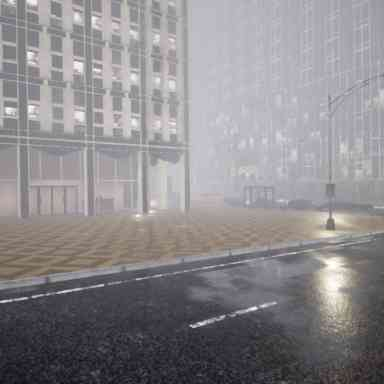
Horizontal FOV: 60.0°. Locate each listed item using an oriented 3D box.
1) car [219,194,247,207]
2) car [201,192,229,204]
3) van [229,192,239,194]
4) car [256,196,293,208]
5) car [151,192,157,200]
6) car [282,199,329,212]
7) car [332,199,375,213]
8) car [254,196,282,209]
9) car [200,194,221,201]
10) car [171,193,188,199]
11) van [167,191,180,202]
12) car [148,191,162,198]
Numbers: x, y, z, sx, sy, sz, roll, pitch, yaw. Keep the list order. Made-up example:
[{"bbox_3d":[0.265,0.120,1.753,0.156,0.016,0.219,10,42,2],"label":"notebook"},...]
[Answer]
[{"bbox_3d":[6.150,1.318,45.786,1.947,1.339,4.313,-1,1,-34],"label":"car"},{"bbox_3d":[3.423,0.983,54.495,2.097,1.767,4.553,-1,1,-34],"label":"car"},{"bbox_3d":[6.719,0.853,59.922,1.690,1.788,3.998,-1,1,-34],"label":"van"},{"bbox_3d":[10.766,1.274,43.693,1.812,1.442,4.674,-1,1,-34],"label":"car"},{"bbox_3d":[-9.808,1.038,69.298,2.008,1.369,4.403,0,1,-34],"label":"car"},{"bbox_3d":[12.489,1.422,36.348,1.947,1.339,4.313,-1,1,-34],"label":"car"},{"bbox_3d":[16.566,1.443,35.181,1.895,1.301,4.718,-1,1,-34],"label":"car"},{"bbox_3d":[9.302,1.386,41.057,1.802,1.307,4.206,-1,1,-34],"label":"car"},{"bbox_3d":[3.519,1.041,64.622,1.802,1.307,4.206,-1,1,-34],"label":"car"},{"bbox_3d":[-2.882,0.934,74.016,1.802,1.307,4.206,0,1,-34],"label":"car"},{"bbox_3d":[-3.406,0.935,59.902,1.690,1.788,3.998,0,1,-34],"label":"van"},{"bbox_3d":[-9.284,0.684,83.407,1.967,1.590,4.097,0,1,-34],"label":"car"}]
